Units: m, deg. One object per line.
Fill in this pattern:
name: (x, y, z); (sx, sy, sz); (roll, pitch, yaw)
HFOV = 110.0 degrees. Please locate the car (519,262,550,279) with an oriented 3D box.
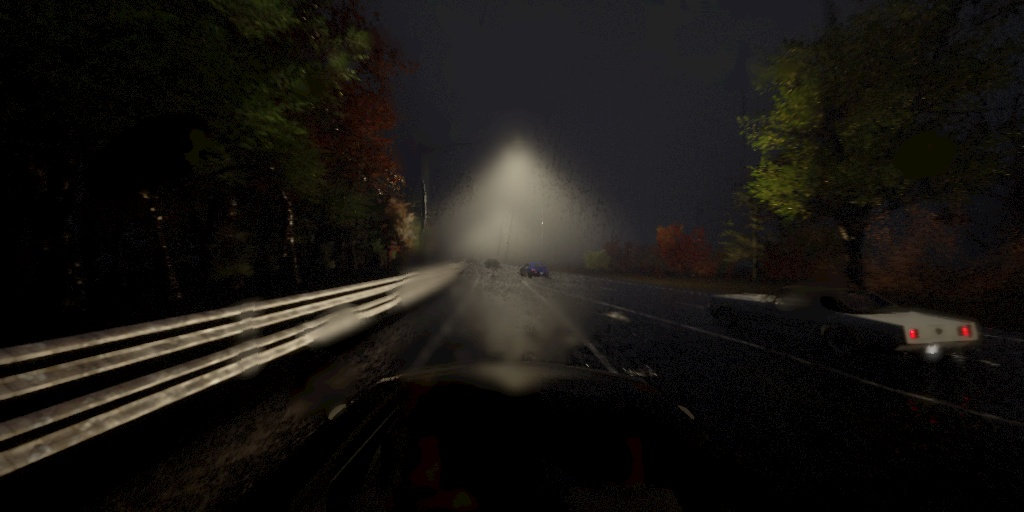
car: (1.967, 1.257, 31.899); (1.812, 1.442, 4.674); (0, 0, -12)

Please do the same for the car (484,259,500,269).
car: (-3.161, 1.156, 55.675); (1.882, 1.535, 5.008); (0, 0, -12)

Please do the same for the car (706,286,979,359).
car: (7.021, 1.369, 8.536); (1.895, 1.301, 4.718); (1, 0, -12)
